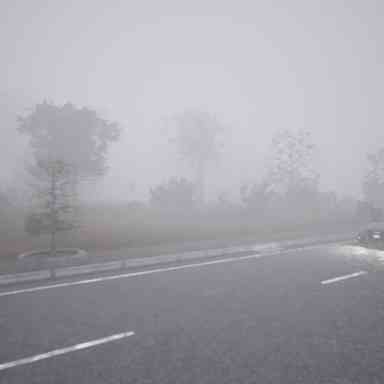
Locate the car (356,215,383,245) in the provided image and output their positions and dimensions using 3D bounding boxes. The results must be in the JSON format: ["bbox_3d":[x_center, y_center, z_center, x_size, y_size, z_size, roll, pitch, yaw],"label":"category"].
[{"bbox_3d":[9.173,1.650,14.737,4.181,1.385,1.994,1,0,-35],"label":"car"}]
